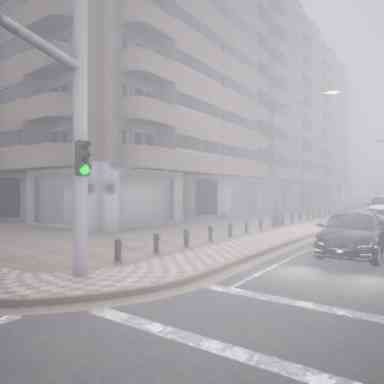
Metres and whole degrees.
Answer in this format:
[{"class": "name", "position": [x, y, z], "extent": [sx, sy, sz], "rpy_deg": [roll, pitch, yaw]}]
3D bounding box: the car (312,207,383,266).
[{"class": "car", "position": [5.681, 1.474, 11.648], "extent": [1.837, 1.490, 4.892], "rpy_deg": [0, 0, 35]}]

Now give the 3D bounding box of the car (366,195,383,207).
[{"class": "car", "position": [12.831, 1.191, 21.621], "extent": [2.150, 2.045, 5.566], "rpy_deg": [0, 0, 36]}]
